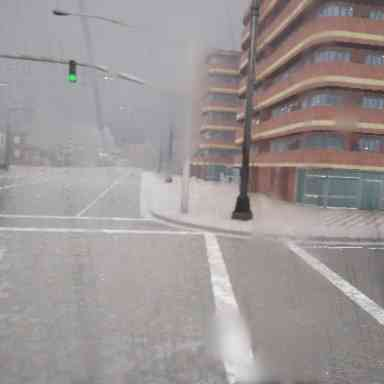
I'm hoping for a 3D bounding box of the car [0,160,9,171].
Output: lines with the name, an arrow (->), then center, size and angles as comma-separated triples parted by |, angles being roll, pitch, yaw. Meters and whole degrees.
car -> -24.836, -3.350, 42.013 | 2.128, 1.511, 4.902 | 2, 5, -8
